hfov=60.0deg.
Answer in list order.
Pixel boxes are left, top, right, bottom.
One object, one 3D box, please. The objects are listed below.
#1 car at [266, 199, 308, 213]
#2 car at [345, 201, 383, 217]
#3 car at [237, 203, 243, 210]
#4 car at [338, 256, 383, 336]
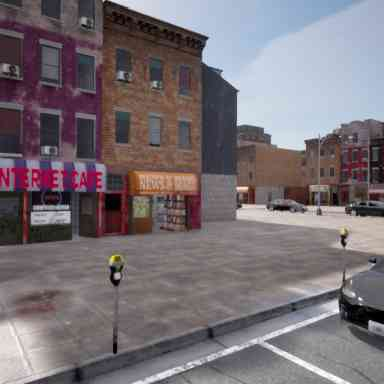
[{"bbox_3d":[10.412,1.549,36.712,2.128,1.511,4.902,1,0,-35],"label":"car"},{"bbox_3d":[15.889,1.543,28.976,1.837,1.490,4.892,1,0,-35],"label":"car"},{"bbox_3d":[4.420,1.626,45.162,2.033,1.411,5.357,1,0,-36],"label":"car"},{"bbox_3d":[4.435,1.568,5.954,4.313,1.339,1.947,0,0,-35],"label":"car"}]
